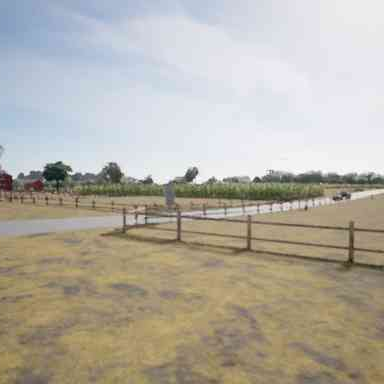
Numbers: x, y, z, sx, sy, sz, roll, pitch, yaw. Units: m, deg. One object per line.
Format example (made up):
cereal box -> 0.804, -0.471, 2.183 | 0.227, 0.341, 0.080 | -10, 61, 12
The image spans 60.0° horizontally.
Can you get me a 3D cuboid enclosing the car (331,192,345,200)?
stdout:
car -> 37.667, 1.369, 86.509 | 1.882, 1.535, 5.008 | -1, 1, 36
